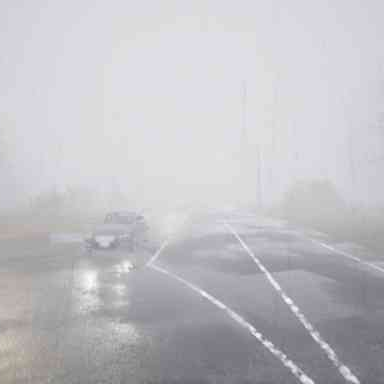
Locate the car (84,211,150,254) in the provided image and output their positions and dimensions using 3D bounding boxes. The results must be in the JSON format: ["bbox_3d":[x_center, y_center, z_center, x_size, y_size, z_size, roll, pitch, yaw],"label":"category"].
[{"bbox_3d":[-2.980,1.584,14.089,2.128,1.511,4.902,0,-1,2],"label":"car"}]
